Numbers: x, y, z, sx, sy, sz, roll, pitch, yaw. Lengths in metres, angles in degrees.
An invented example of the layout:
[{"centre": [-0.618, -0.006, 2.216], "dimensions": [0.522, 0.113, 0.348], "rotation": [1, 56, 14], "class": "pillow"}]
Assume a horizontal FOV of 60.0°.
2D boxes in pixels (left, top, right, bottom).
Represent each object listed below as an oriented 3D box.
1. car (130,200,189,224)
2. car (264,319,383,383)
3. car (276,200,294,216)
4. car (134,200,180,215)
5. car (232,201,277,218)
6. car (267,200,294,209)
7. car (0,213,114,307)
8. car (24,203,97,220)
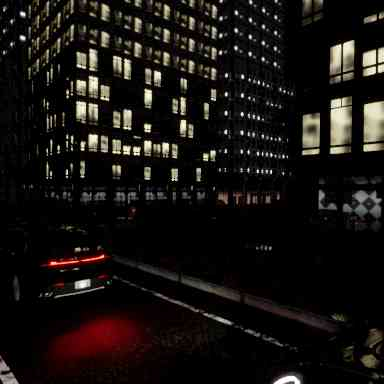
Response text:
[{"centre": [-2.542, 1.524, 26.537], "dimensions": [5.009, 1.841, 2.192], "rotation": [1, 0, -40], "class": "car"}, {"centre": [2.406, 1.352, 1.342], "dimensions": [2.097, 1.767, 4.553], "rotation": [0, 0, -41], "class": "car"}, {"centre": [10.387, 1.936, 37.450], "dimensions": [4.206, 1.307, 1.802], "rotation": [1, 0, -40], "class": "car"}, {"centre": [-3.771, 1.648, 36.467], "dimensions": [4.829, 1.417, 1.752], "rotation": [1, 0, -40], "class": "car"}, {"centre": [6.206, 1.833, 33.922], "dimensions": [4.829, 1.417, 1.752], "rotation": [1, 0, -40], "class": "car"}, {"centre": [13.595, 1.881, 51.122], "dimensions": [4.313, 1.339, 1.947], "rotation": [1, 0, -40], "class": "car"}, {"centre": [-3.667, 1.501, 8.143], "dimensions": [1.837, 1.490, 4.892], "rotation": [0, 0, -41], "class": "car"}, {"centre": [-9.510, 1.584, 24.240], "dimensions": [5.008, 1.535, 1.882], "rotation": [1, 1, -34], "class": "car"}]
